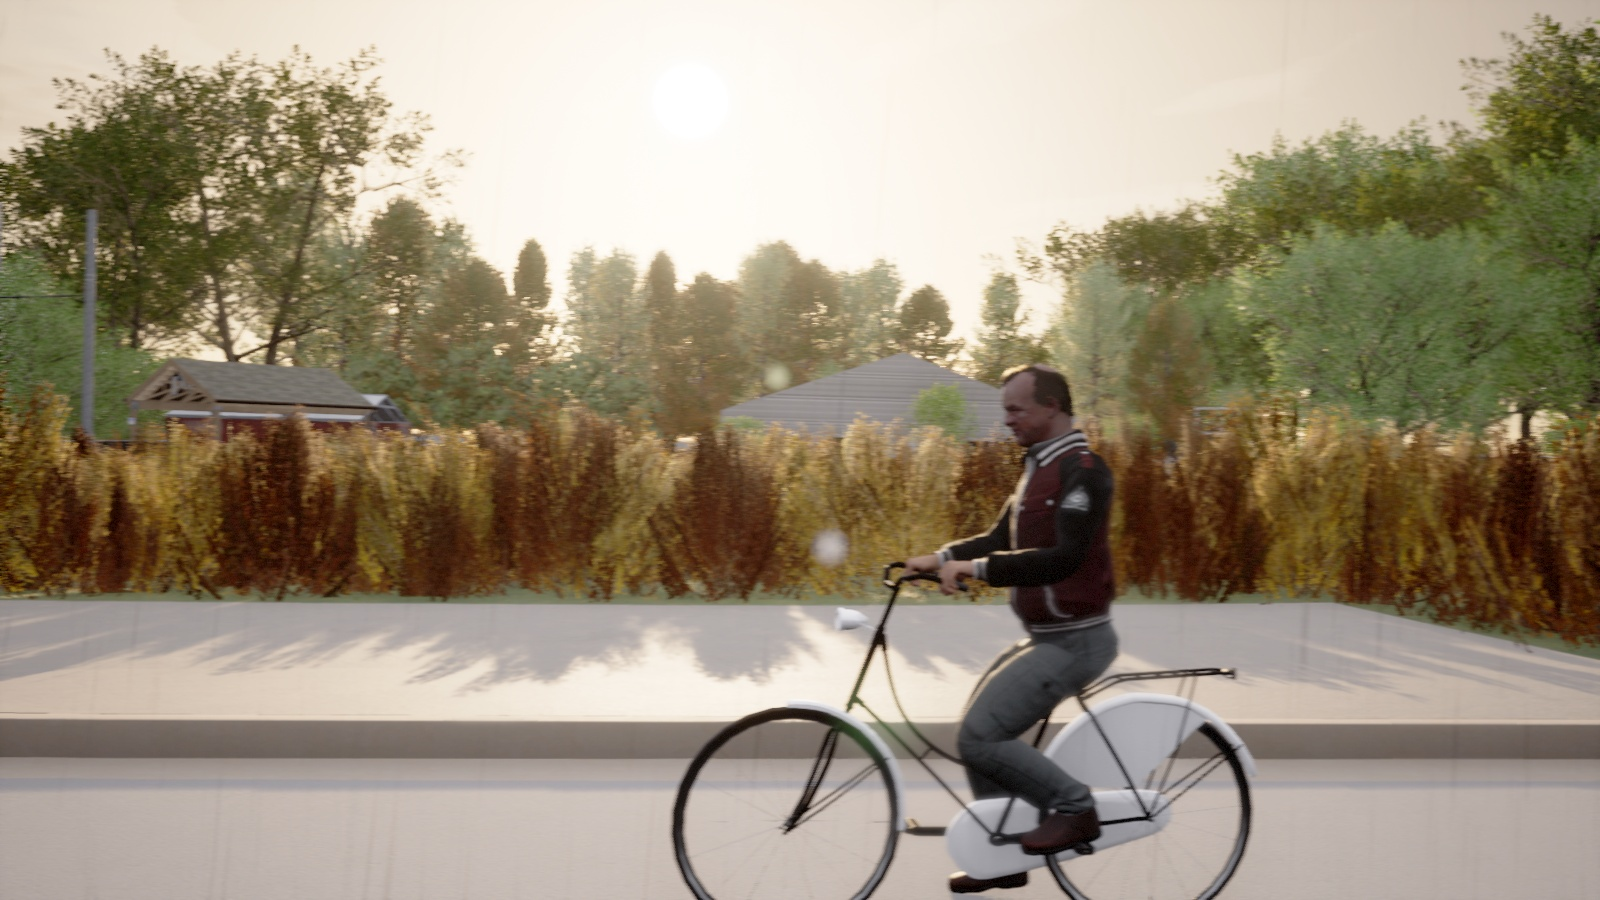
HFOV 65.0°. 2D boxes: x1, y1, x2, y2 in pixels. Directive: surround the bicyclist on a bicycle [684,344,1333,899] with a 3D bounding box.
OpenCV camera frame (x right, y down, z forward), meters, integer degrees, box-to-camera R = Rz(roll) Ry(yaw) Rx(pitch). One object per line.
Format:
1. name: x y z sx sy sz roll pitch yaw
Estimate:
1. bicyclist on a bicycle: 0.587 0.603 3.860 1.843 1.776 0.659 0 0 -8
